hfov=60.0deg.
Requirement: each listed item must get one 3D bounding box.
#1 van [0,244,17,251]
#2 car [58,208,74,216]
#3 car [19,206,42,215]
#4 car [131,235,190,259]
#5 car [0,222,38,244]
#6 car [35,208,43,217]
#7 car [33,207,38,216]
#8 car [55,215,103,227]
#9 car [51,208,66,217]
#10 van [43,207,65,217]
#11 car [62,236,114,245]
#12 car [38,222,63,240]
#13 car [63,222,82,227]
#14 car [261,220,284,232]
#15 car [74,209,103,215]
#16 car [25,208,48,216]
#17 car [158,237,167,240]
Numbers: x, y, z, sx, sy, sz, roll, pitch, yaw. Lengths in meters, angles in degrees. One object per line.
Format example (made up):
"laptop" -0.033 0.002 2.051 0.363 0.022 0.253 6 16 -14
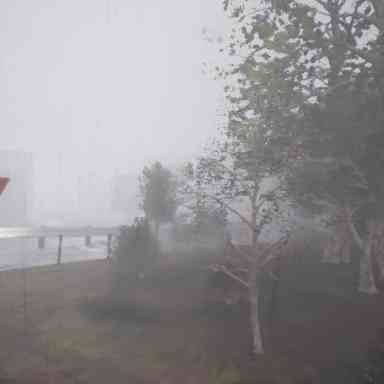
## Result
"van" -9.988 4.557 19.909 4.442 1.987 1.878 1 0 17
"car" -23.488 4.540 66.332 1.946 1.575 5.366 0 1 19
"car" -37.594 4.319 77.455 2.185 1.767 4.553 0 1 19
"car" -2.766 4.807 29.575 4.792 1.488 2.163 1 0 17
"car" -19.775 4.427 35.192 5.566 2.045 2.435 0 -1 17
"car" -30.577 4.494 71.789 2.097 1.535 5.008 0 1 19
"car" -32.945 4.353 73.636 2.185 1.767 4.553 0 1 19
"car" -14.462 4.424 42.262 5.566 2.045 2.435 0 0 17
"car" -25.899 4.569 68.028 2.002 1.452 4.674 0 1 19
"van" -28.273 4.287 69.792 1.878 1.987 4.442 0 1 19
"car" -6.473 4.527 24.750 5.566 2.045 2.435 1 1 17
"car" -17.984 4.426 37.548 5.566 2.045 2.435 0 -1 17
"car" -16.195 4.706 39.915 4.792 1.488 2.163 0 -1 17
"car" 10.495 4.351 43.597 1.837 1.490 4.892 1 -3 -5
"car" -18.848 4.329 62.377 2.435 2.045 5.566 0 1 19
"car" -35.270 4.501 75.546 2.002 1.452 4.674 0 1 19
"car" -4.590 4.527 27.163 5.566 2.045 2.435 1 0 17
